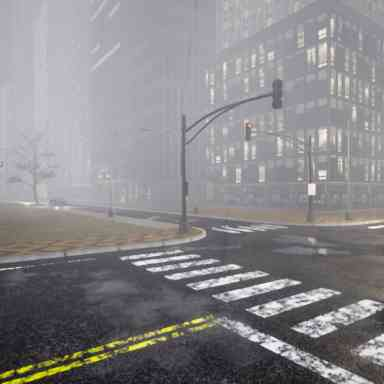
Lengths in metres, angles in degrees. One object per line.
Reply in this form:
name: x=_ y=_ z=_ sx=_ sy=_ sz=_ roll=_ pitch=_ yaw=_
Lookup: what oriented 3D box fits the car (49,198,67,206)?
car: x=-21.807 y=1.605 z=54.157 sx=1.895 sy=1.301 sz=4.718 roll=0 pitch=0 yaw=-35
